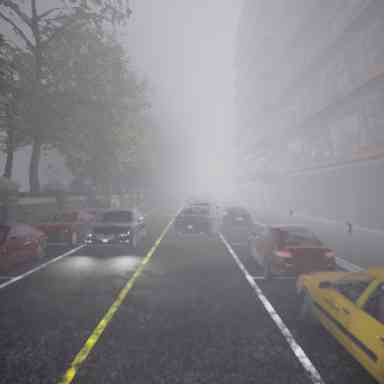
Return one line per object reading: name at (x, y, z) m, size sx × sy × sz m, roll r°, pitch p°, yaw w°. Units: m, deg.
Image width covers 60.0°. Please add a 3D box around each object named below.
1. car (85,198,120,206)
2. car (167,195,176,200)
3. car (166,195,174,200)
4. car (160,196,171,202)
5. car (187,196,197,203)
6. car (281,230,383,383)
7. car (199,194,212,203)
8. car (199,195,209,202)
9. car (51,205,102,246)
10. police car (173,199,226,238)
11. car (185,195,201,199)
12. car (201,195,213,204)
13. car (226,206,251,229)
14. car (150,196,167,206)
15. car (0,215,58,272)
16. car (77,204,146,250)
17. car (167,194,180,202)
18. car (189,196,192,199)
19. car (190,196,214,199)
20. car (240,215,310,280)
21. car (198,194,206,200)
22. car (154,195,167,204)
car at (-5.708, 1.287, 20.880) m, size 2.192 × 1.841 × 5.009 m, roll 0°, pitch 0°, yaw 0°
car at (-5.768, 1.496, 94.072) m, size 2.008 × 1.369 × 4.403 m, roll 0°, pitch 0°, yaw 0°
car at (-5.763, 1.469, 88.272) m, size 1.752 × 1.417 × 4.829 m, roll 0°, pitch 0°, yaw 0°
car at (-5.749, 1.494, 71.551) m, size 2.008 × 1.369 × 4.403 m, roll 0°, pitch 0°, yaw 0°
car at (-0.056, 1.504, 68.235) m, size 1.994 × 1.385 × 4.181 m, roll 0°, pitch 0°, yaw 0°
car at (2.686, 1.519, 4.165) m, size 1.752 × 1.417 × 4.829 m, roll 0°, pitch 0°, yaw 0°
car at (2.634, 1.260, 65.928) m, size 2.192 × 1.841 × 5.009 m, roll 0°, pitch 0°, yaw 0°
car at (2.630, 1.384, 71.559) m, size 1.967 × 1.590 × 4.097 m, roll 0°, pitch 0°, yaw 0°
car at (-5.704, 1.523, 15.248) m, size 1.887 × 1.381 × 4.507 m, roll 0°, pitch 0°, yaw 0°
police car at (0.428, 1.401, 17.943) m, size 1.930 × 1.638 × 5.238 m, roll 0°, pitch 0°, yaw 12°
car at (-0.040, 1.300, 52.142) m, size 2.097 × 1.767 × 4.553 m, roll 0°, pitch 0°, yaw 0°
car at (2.640, 1.386, 60.298) m, size 1.967 × 1.590 × 4.097 m, roll 0°, pitch 0°, yaw 0°
car at (2.672, 1.538, 20.888) m, size 1.947 × 1.339 × 4.313 m, roll 0°, pitch 0°, yaw 0°
car at (-5.737, 1.387, 54.661) m, size 1.967 × 1.590 × 4.097 m, roll 0°, pitch 0°, yaw 0°
car at (-5.699, 1.568, 9.618) m, size 1.802 × 1.307 × 4.206 m, roll 0°, pitch 0°, yaw 0°
car at (-3.112, 1.485, 14.320) m, size 1.837 × 1.490 × 4.892 m, roll 0°, pitch 0°, yaw 0°
car at (-3.046, 1.101, 55.388) m, size 1.837 × 1.490 × 4.892 m, roll 0°, pitch 0°, yaw 0°
car at (0.872, 1.437, 33.646) m, size 1.882 × 1.535 × 5.008 m, roll 0°, pitch 0°, yaw 0°
car at (0.877, 1.420, 27.835) m, size 1.801 × 1.575 × 5.366 m, roll 0°, pitch 0°, yaw 0°
car at (2.681, 1.568, 9.625) m, size 1.802 × 1.307 × 4.206 m, roll 0°, pitch 0°, yaw 0°
car at (2.616, 1.384, 88.449) m, size 1.967 × 1.590 × 4.097 m, roll 0°, pitch 0°, yaw 0°
car at (-5.741, 1.386, 60.290) m, size 1.967 × 1.590 × 4.097 m, roll 0°, pitch 0°, yaw 0°
